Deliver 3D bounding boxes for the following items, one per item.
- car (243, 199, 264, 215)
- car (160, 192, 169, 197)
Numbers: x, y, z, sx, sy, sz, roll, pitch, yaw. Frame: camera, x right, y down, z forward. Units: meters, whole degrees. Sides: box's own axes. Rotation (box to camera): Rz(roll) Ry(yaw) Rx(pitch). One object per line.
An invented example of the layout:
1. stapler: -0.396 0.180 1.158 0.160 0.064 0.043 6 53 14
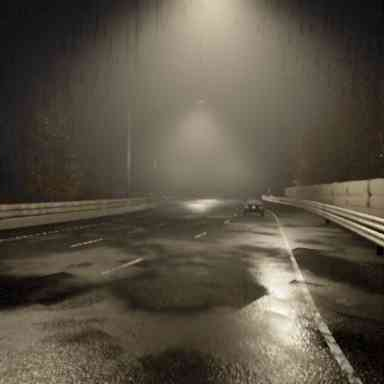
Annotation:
1. car: 5.818 1.379 31.602 2.033 1.411 5.357 1 0 9
2. car: -7.721 0.634 91.675 1.994 1.385 4.181 1 1 -24
